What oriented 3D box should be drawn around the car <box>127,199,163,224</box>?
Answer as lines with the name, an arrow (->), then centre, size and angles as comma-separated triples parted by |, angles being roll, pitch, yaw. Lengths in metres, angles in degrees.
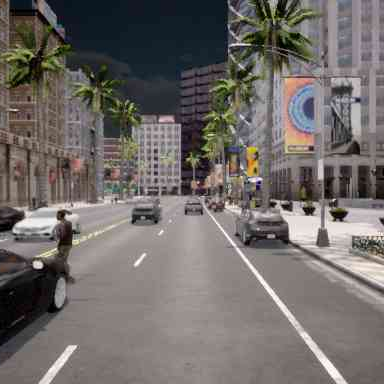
car -> -3.334, 1.505, 25.126 | 1.837, 1.490, 4.892 | 0, 0, 0

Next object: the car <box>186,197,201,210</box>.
car -> 0.221, 1.505, 44.504 | 1.837, 1.490, 4.892 | 0, 0, 0

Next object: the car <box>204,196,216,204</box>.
car -> 3.578, 1.513, 66.809 | 2.161, 1.482, 4.786 | 0, 0, 0

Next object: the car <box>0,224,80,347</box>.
car -> -3.399, 1.478, 4.655 | 1.882, 1.535, 5.008 | 0, -1, 0

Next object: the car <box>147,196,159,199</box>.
car -> -6.796, 1.507, 59.334 | 1.837, 1.490, 4.892 | 0, -1, 1

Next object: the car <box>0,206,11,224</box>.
car -> -10.555, 1.477, 17.241 | 1.882, 1.535, 5.008 | 0, 0, 0

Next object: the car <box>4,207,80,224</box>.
car -> -7.056, 1.526, 16.655 | 1.812, 1.442, 4.674 | 0, 0, 0

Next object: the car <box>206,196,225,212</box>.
car -> 3.214, 1.354, 44.880 | 2.185, 1.767, 4.553 | 0, 0, 0

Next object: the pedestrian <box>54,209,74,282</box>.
pedestrian -> -3.164, 1.294, 8.205 | 0.375, 1.860, 0.375 | 0, 0, 0

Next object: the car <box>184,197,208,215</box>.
car -> 0.189, 1.491, 34.247 | 2.128, 1.511, 4.902 | 0, 0, 0

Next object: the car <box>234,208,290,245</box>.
car -> 3.128, 1.481, 15.505 | 2.231, 1.521, 4.892 | 0, 0, 0

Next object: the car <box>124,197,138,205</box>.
car -> -10.333, 1.601, 57.525 | 1.895, 1.301, 4.718 | 0, 0, 1
